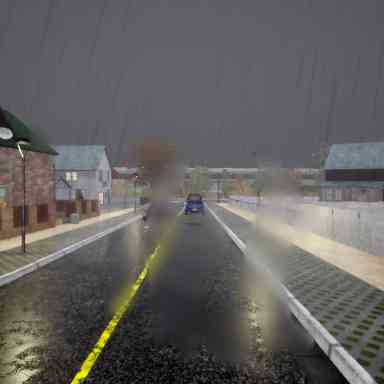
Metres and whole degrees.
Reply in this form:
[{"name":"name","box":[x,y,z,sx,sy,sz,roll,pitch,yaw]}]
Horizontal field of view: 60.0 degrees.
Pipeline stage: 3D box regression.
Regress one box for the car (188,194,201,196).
[{"name":"car","box":[0.350,1.221,44.242,2.150,2.045,5.566,0,0,0]}]

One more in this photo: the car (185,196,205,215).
[{"name":"car","box":[0.292,1.469,33.708,1.882,1.535,5.008,0,0,0]}]

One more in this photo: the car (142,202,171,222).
[{"name":"car","box":[-2.690,1.538,26.463,2.033,1.411,5.357,0,0,0]}]
